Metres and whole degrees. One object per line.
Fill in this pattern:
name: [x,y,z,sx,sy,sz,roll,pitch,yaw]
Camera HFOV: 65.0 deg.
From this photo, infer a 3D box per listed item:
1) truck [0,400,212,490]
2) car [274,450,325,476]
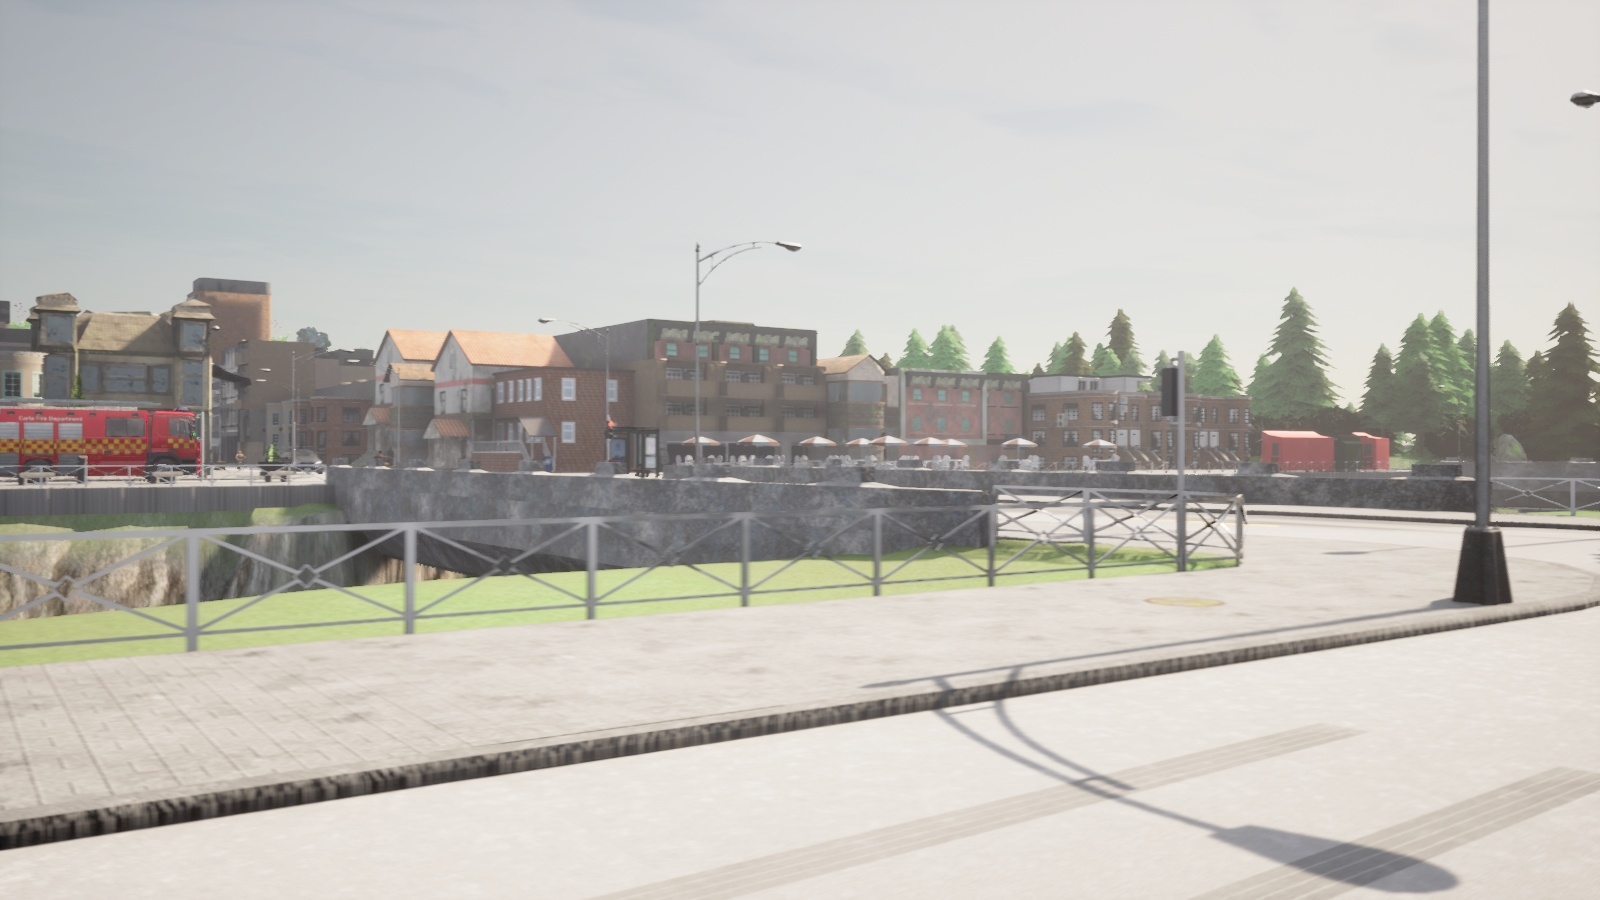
truck: [-31.755,-0.212,57.373,8.468,3.827,2.891,0,0,-35]
car: [-33.718,0.868,84.540,2.242,1.667,4.611,0,0,-35]
